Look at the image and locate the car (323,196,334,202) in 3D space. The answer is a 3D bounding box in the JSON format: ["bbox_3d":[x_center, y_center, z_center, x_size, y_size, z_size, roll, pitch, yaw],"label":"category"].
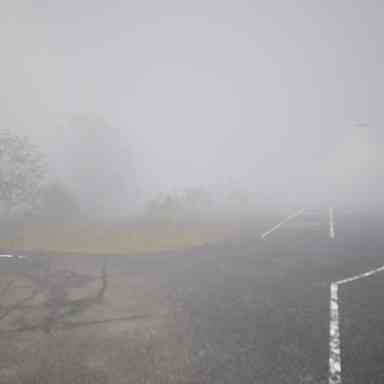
[{"bbox_3d":[30.799,1.585,74.871,1.994,1.385,4.181,-2,-1,30],"label":"car"}]
